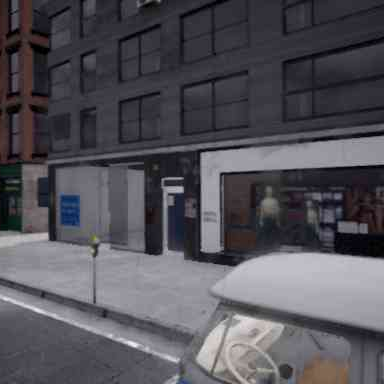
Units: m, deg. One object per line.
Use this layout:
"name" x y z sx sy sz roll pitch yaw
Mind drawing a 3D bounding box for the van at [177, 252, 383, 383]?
"van" 1.712 1.337 1.588 3.998 1.788 1.690 -1 0 36
